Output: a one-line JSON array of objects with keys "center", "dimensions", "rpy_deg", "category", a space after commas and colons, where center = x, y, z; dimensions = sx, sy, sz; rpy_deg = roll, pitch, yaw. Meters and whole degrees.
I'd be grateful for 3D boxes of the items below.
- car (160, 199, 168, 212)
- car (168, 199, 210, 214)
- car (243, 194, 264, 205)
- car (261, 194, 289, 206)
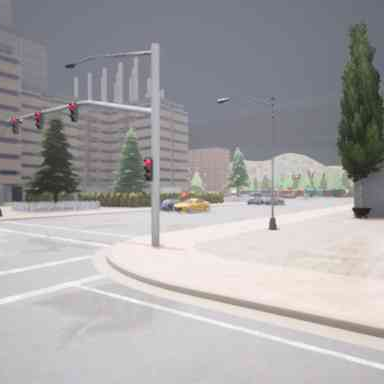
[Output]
[{"center": [-2.532, 1.523, 38.111], "dimensions": [1.812, 1.442, 4.674], "rpy_deg": [0, 0, 36], "category": "car"}, {"center": [0.023, 1.475, 35.699], "dimensions": [1.882, 1.535, 5.008], "rpy_deg": [0, 0, 36], "category": "car"}, {"center": [10.933, 1.562, 56.591], "dimensions": [1.994, 1.385, 4.181], "rpy_deg": [0, 0, 36], "category": "car"}, {"center": [13.574, 1.506, 54.274], "dimensions": [1.837, 1.490, 4.892], "rpy_deg": [0, 0, 36], "category": "car"}]
